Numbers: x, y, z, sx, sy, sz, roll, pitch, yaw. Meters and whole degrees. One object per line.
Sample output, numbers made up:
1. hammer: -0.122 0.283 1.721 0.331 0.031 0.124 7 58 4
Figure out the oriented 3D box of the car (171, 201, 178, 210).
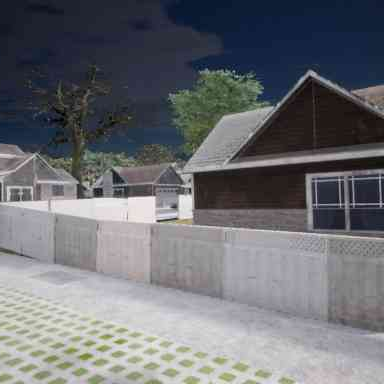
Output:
1. car: -0.491 1.267 36.989 1.994 1.385 4.181 -3 -1 36
